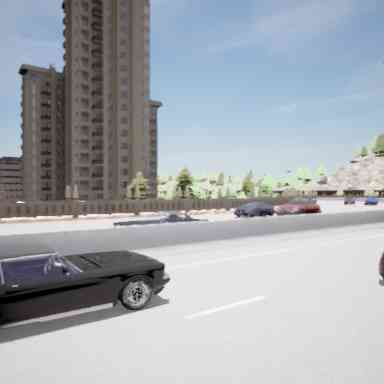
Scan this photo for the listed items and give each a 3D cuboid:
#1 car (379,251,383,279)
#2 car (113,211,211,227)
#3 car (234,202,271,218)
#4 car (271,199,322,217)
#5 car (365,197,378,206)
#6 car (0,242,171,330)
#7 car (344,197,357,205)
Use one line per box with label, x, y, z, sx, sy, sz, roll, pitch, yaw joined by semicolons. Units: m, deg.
car;6.608;1.571;8.465;4.181;1.385;1.994;0;0;-36
car;-1.409;1.607;15.899;4.718;1.301;1.895;0;0;-36
car;5.749;1.593;30.107;4.181;1.385;1.994;0;0;-40
car;9.173;1.385;28.453;4.553;1.767;2.097;0;0;-41
car;32.633;1.699;60.425;1.882;1.535;5.008;0;0;24
car;-2.778;1.601;6.065;4.718;1.301;1.895;0;0;-36
car;29.770;1.732;62.628;1.837;1.490;4.892;0;0;24
